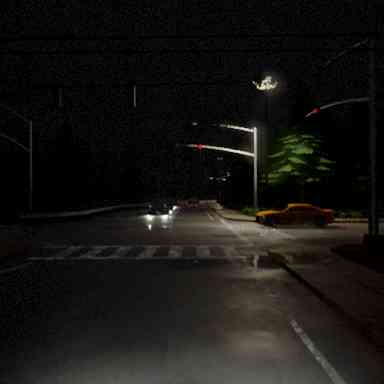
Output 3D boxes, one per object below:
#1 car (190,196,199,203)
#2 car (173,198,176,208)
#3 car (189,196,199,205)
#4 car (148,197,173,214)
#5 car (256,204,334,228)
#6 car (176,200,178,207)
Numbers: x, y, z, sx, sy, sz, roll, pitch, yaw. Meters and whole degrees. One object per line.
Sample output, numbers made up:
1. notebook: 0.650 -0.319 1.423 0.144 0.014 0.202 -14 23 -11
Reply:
1. car: 0.637 1.677 75.608 1.837 1.490 4.892 0 0 2
2. car: -3.598 1.671 46.562 1.837 1.490 4.892 0 0 0
3. car: 0.317 1.730 65.300 1.812 1.442 4.674 0 0 2
4. car: -3.612 1.488 36.692 2.097 1.767 4.553 0 0 0
5. car: 6.774 1.542 22.123 5.008 1.535 1.882 0 0 1
6. car: -3.508 1.761 56.641 1.994 1.385 4.181 0 0 1
